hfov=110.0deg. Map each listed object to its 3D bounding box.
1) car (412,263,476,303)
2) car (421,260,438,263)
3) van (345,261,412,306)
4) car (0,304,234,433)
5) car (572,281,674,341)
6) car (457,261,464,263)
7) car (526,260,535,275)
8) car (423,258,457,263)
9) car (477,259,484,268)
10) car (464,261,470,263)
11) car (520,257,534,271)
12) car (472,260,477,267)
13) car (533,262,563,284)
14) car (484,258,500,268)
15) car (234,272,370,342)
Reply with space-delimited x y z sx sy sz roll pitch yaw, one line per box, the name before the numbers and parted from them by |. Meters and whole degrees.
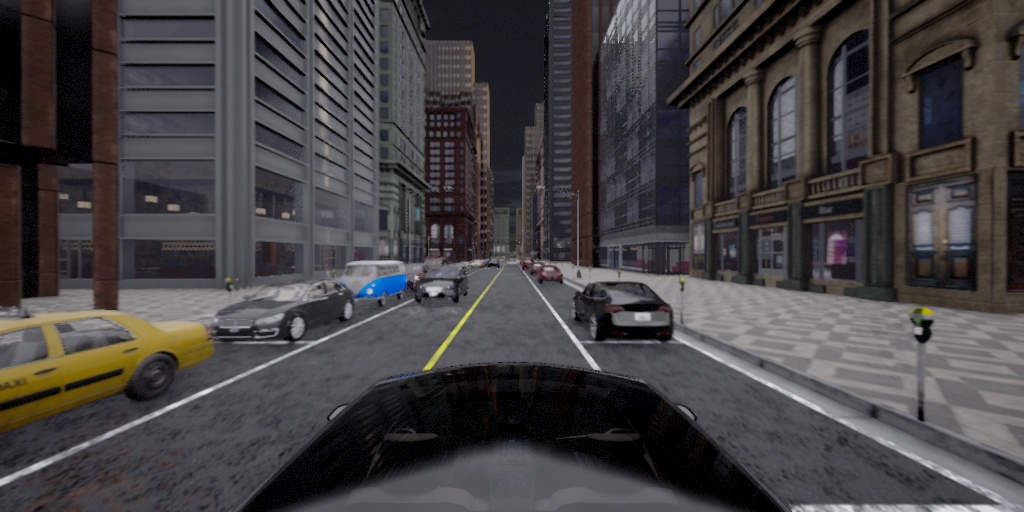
car | -3.103 1.242 16.643 2.128 1.511 4.902 0 0 0
car | -5.767 1.191 20.905 1.967 1.591 4.097 0 0 0
van | -5.766 1.091 15.268 1.690 1.789 3.998 0 0 0
car | -5.764 1.275 3.826 1.751 1.417 4.829 0 0 0
car | 2.760 1.315 9.640 1.948 1.339 4.313 0 0 0
car | -5.769 1.318 32.179 1.948 1.339 4.313 0 0 0
car | 2.755 1.335 37.822 1.802 1.307 4.207 0 0 0
car | -5.768 1.066 26.542 2.192 1.841 5.009 0 0 0
car | -5.775 1.291 60.191 1.751 1.417 4.829 0 0 0
car | -5.771 1.319 37.815 1.948 1.339 4.313 0 0 0
car | 2.350 1.236 50.348 1.882 1.535 5.008 0 0 0
car | -5.772 1.306 43.451 2.007 1.370 4.403 0 0 0
car | 2.757 1.334 26.550 1.802 1.307 4.207 0 0 0
car | -3.048 1.117 59.463 2.097 1.767 4.553 0 0 1
car | -5.765 1.300 9.632 2.007 1.370 4.403 0 0 0
